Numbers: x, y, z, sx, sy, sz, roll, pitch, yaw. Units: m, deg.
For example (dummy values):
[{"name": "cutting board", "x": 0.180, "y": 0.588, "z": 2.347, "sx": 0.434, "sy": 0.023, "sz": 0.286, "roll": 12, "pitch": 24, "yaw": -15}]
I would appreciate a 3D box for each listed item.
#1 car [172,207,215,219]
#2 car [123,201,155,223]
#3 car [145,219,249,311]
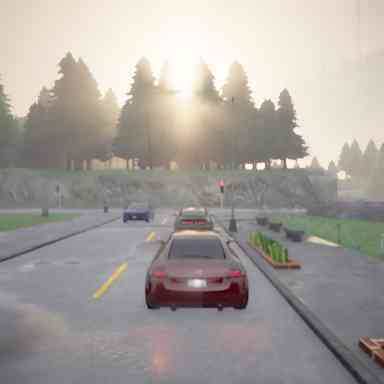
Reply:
[{"name": "car", "x": 0.074, "y": 1.514, "z": 16.745, "sx": 1.837, "sy": 1.490, "sz": 4.892, "roll": 0, "pitch": 0, "yaw": 0}, {"name": "car", "x": -4.043, "y": 1.495, "z": 25.767, "sx": 1.882, "sy": 1.535, "sz": 5.008, "roll": 0, "pitch": 0, "yaw": 0}, {"name": "car", "x": 0.088, "y": 1.568, "z": 7.833, "sx": 1.994, "sy": 1.385, "sz": 4.181, "roll": 0, "pitch": 0, "yaw": 0}]
